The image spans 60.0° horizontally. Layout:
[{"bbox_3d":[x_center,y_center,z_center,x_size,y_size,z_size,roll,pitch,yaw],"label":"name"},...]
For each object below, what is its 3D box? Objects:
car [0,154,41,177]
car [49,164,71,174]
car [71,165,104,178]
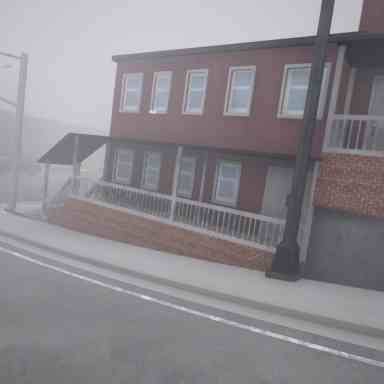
[{"bbox_3d":[-18.025,-2.754,33.391,2.150,2.045,5.566,11,7,36],"label":"car"},{"bbox_3d":[-15.857,-3.031,42.392,1.837,1.490,4.892,11,7,35],"label":"car"},{"bbox_3d":[-12.086,-2.495,41.708,1.882,1.535,5.008,11,7,35],"label":"car"}]
